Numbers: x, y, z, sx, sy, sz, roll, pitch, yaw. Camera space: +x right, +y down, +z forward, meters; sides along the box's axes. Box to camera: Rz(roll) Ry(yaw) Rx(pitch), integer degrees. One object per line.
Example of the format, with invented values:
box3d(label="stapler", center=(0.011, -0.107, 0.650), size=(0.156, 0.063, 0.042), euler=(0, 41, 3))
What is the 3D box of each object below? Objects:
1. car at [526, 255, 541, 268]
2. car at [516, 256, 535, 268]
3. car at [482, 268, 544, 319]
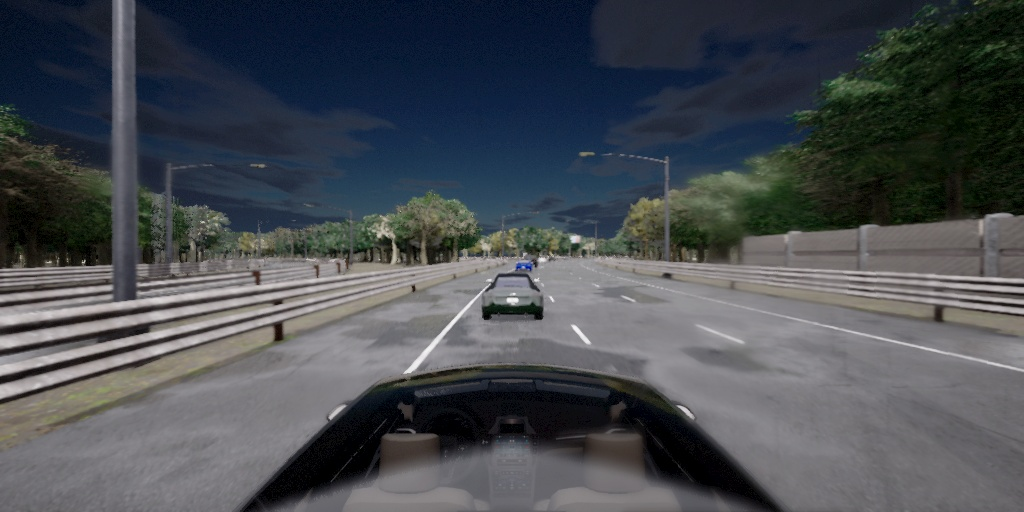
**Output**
box3d(label="car", center=(3.187, 0.833, 59.414), size=(2.150, 2.045, 5.566), euler=(0, 0, 7))
box3d(label="car", center=(1.513, 1.132, 43.325), size=(1.882, 1.535, 5.008), euler=(0, 0, 5))
box3d(label="car", center=(0.043, 1.289, 12.757), size=(1.994, 1.385, 4.181), euler=(0, 0, 1))
